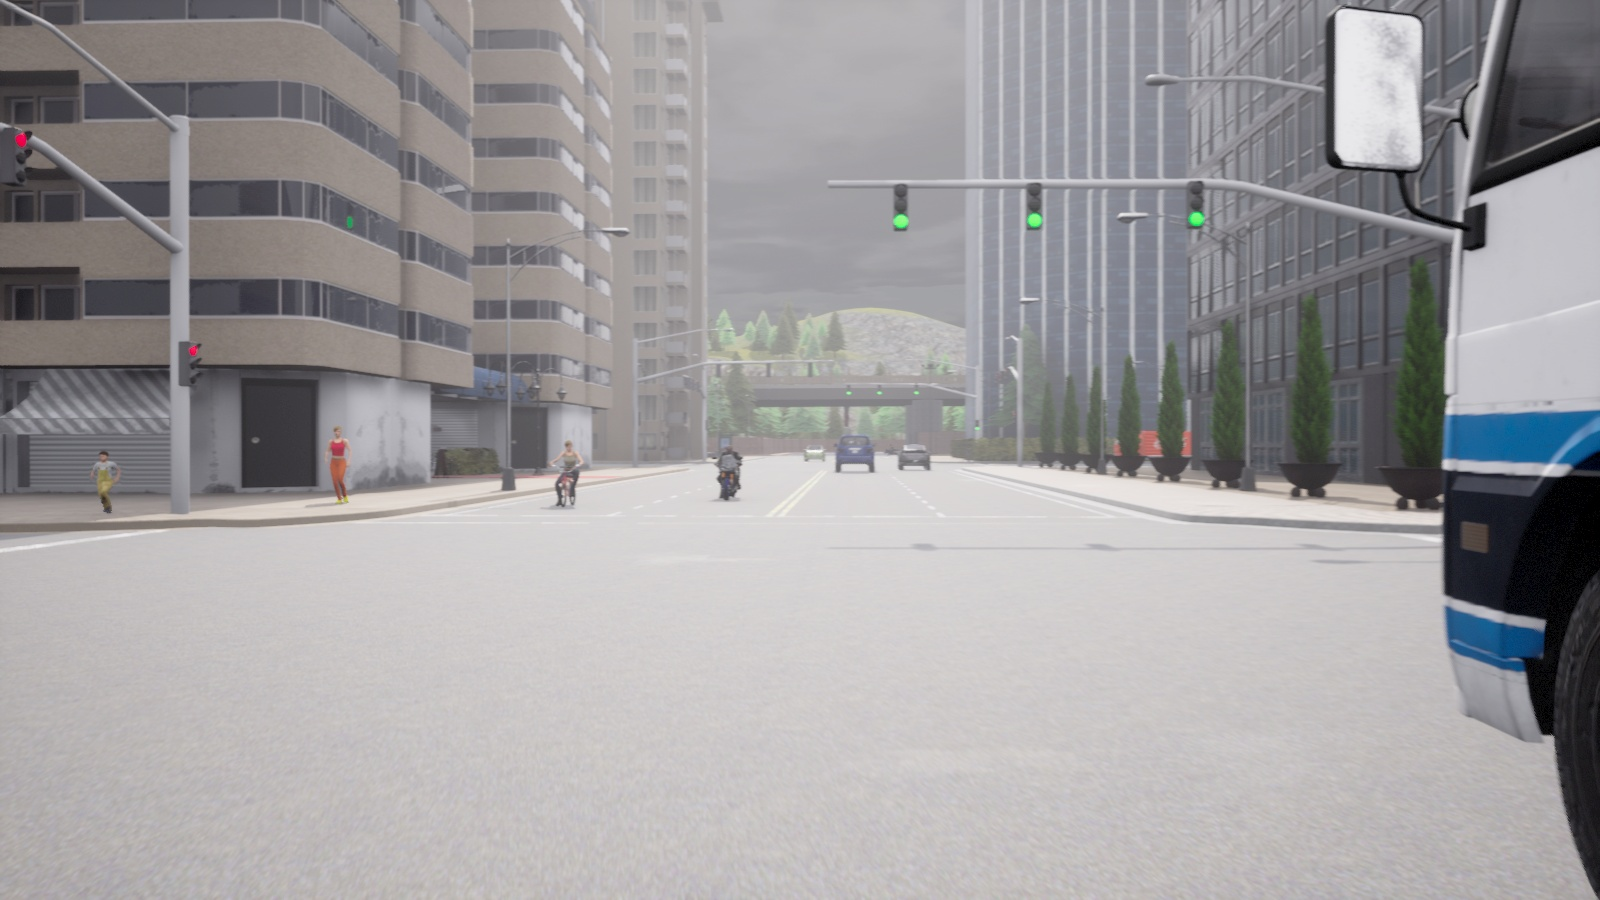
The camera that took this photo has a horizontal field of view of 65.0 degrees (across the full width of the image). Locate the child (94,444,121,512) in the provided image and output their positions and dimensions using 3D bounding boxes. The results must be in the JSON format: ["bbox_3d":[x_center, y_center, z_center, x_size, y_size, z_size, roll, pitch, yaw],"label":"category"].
[{"bbox_3d":[-12.938,0.522,23.456,0.270,1.263,0.437,0,0,-2],"label":"child"}]

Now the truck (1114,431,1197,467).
[{"bbox_3d":[25.204,-0.081,89.228,5.204,2.467,2.627,0,0,2],"label":"truck"}]

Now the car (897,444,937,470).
[{"bbox_3d":[6.932,0.407,74.641,2.128,1.511,4.902,0,0,3],"label":"car"}]

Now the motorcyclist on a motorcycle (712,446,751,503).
[{"bbox_3d":[-1.856,0.643,34.510,0.866,1.530,2.191,0,0,3],"label":"motorcyclist on a motorcycle"}]

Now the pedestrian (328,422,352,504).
[{"bbox_3d":[-10.419,0.284,28.430,0.345,1.836,0.594,0,0,-2],"label":"pedestrian"}]

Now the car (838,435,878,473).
[{"bbox_3d":[3.210,0.187,69.695,2.150,2.045,5.566,0,0,3],"label":"car"}]

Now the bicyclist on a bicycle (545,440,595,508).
[{"bbox_3d":[-5.541,0.558,30.308,0.866,1.612,1.509,0,0,3],"label":"bicyclist on a bicycle"}]
